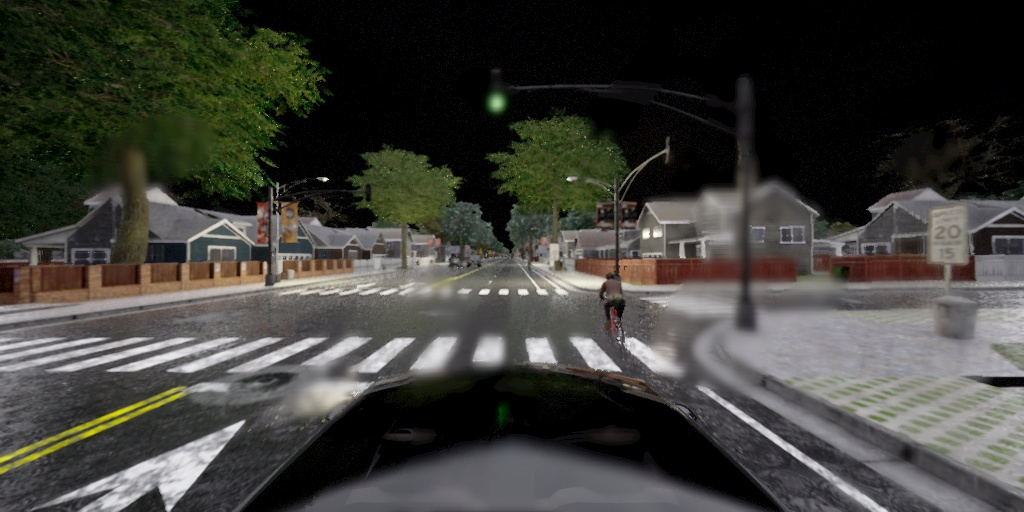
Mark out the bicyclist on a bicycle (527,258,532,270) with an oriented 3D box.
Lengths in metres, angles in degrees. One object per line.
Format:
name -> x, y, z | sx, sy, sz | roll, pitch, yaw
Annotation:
bicyclist on a bicycle -> 2.249, 1.147, 46.071 | 0.582, 1.620, 1.656 | 0, 0, 0

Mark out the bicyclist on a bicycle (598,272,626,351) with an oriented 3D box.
bicyclist on a bicycle -> 2.249, 1.197, 8.077 | 0.582, 1.620, 1.656 | 0, 0, 0

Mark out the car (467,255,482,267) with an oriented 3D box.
car -> -6.500, 0.892, 62.003 | 2.150, 2.045, 5.566 | 0, 0, 0

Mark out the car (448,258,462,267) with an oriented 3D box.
car -> -9.750, 1.174, 62.032 | 1.837, 1.490, 4.892 | 0, 0, 0
